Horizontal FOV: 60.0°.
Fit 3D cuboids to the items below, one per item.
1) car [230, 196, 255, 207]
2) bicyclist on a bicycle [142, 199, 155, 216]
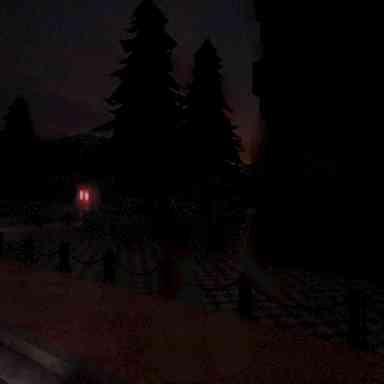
[{"bbox_3d":[7.338,1.283,47.912,1.882,1.535,5.008,1,0,35],"label":"car"},{"bbox_3d":[-3.339,1.145,25.873,1.656,1.620,0.582,0,0,35],"label":"bicyclist on a bicycle"}]
